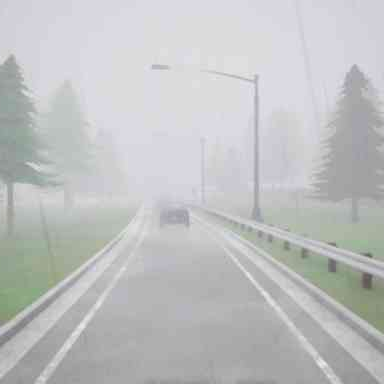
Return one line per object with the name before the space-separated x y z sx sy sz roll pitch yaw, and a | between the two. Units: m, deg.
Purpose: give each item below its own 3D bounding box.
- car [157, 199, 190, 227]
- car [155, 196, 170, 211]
car | -1.266 1.469 22.642 1.882 1.535 5.008 0 0 -6
car | -3.484 1.338 41.502 2.097 1.767 4.553 0 0 -8
